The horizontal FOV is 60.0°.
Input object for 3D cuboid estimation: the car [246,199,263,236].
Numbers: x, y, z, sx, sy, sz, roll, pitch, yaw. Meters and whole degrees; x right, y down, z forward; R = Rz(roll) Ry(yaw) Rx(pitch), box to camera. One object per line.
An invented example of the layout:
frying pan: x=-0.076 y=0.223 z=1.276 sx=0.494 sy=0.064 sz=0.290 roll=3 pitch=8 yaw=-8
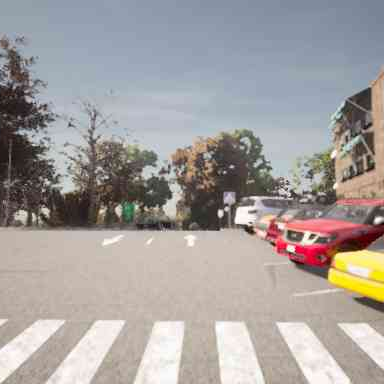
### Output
car: x=5.277 y=1.382 z=16.109 sx=4.553 sy=1.767 sz=2.185 roll=2 pitch=-3 yaw=-21

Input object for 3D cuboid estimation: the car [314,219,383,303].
car: x=5.502 y=1.478 z=7.085 sx=5.366 sy=1.575 sz=1.946 roll=1 pitch=0 yaw=-20

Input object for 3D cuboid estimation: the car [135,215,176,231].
car: x=-2.908 y=2.503 z=27.134 sx=1.895 sy=1.301 sz=4.718 roll=-2 pitch=-7 yaw=15

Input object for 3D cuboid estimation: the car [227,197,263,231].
car: x=5.190 y=1.371 z=19.062 sx=5.566 sy=2.045 sz=2.435 roll=2 pitch=-5 yaw=-20

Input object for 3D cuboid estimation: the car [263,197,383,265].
car: x=5.291 y=1.224 z=10.034 sx=5.566 sy=2.045 sz=2.435 roll=1 pitch=0 yaw=-20

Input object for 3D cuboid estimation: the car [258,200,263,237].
car: x=5.258 y=1.347 z=13.085 sx=4.553 sy=1.767 sz=2.185 roll=1 pitch=-1 yaw=-21
